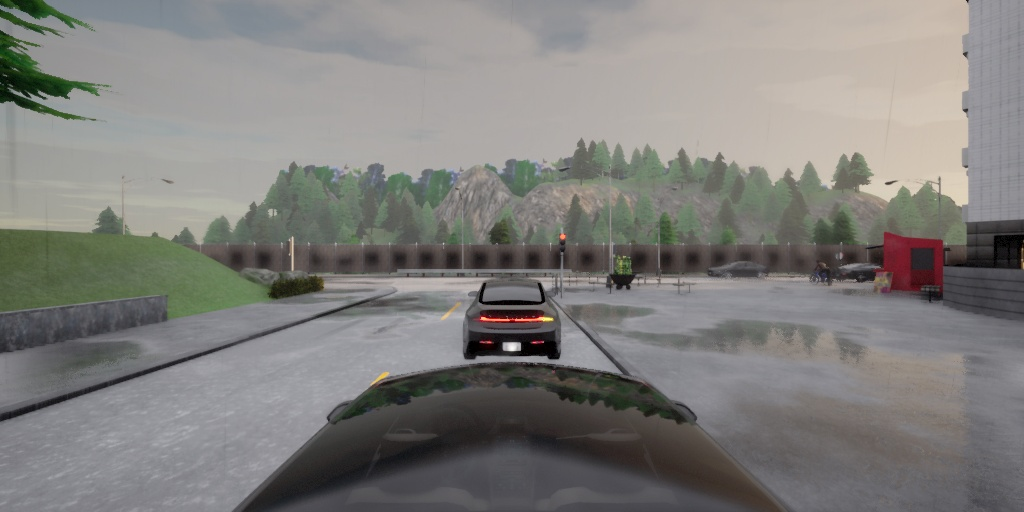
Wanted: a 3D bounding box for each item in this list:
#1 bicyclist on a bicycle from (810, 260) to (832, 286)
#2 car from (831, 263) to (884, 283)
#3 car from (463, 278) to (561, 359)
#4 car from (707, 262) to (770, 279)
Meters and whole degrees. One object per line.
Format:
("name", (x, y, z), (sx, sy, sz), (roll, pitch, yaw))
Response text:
("bicyclist on a bicycle", (19.804, 1.099, 22.992), (0.582, 1.620, 1.656), (0, 0, -1))
("car", (27.046, 1.275, 27.261), (4.674, 1.442, 1.812), (0, 0, 0))
("car", (-0.001, 1.255, 8.357), (1.837, 1.490, 4.892), (0, 0, 0))
("car", (19.773, 1.254, 31.391), (4.892, 1.490, 1.837), (0, 0, -1))
